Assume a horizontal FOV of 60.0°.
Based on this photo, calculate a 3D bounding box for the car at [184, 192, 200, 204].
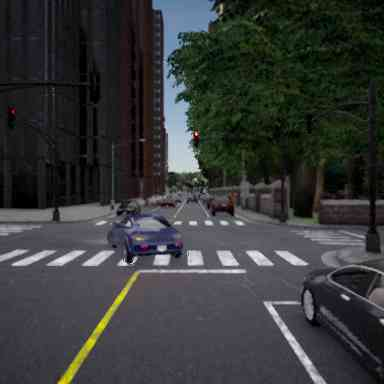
[{"bbox_3d":[0.048,1.180,61.193,2.097,1.767,4.553,0,0,0],"label":"car"}]

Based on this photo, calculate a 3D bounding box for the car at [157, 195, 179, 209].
[{"bbox_3d":[-3.097,1.471,43.529,1.895,1.301,4.718,0,0,0],"label":"car"}]

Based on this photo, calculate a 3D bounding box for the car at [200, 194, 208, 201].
[{"bbox_3d":[2.754,1.309,80.201,1.752,1.417,4.829,0,0,0],"label":"car"}]

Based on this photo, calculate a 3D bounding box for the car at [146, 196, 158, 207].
[{"bbox_3d":[-5.767,1.412,47.283,2.008,1.369,4.403,0,0,0],"label":"car"}]

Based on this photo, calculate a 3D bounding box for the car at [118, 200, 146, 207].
[{"bbox_3d":[-5.766,1.467,30.913,1.947,1.339,4.313,0,0,0],"label":"car"}]

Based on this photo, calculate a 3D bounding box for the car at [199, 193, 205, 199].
[{"bbox_3d":[2.757,1.275,58.205,1.967,1.590,4.097,0,0,0],"label":"car"}]

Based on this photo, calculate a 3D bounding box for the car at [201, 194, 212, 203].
[{"bbox_3d":[2.756,1.262,63.661,1.967,1.590,4.097,0,0,0],"label":"car"}]

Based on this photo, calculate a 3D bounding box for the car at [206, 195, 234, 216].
[{"bbox_3d":[2.760,1.216,30.922,2.192,1.841,5.009,0,0,0],"label":"car"}]

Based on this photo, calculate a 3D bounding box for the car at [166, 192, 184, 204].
[{"bbox_3d":[-3.048,1.183,59.874,2.097,1.767,4.553,0,0,1],"label":"car"}]

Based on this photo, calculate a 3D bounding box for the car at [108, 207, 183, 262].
[{"bbox_3d":[-1.778,1.498,12.011,1.812,1.442,4.674,0,0,-23],"label":"car"}]

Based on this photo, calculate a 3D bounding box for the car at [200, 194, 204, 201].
[{"bbox_3d":[2.757,1.399,52.749,2.008,1.369,4.403,0,0,0],"label":"car"}]

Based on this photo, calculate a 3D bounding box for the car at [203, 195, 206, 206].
[{"bbox_3d":[2.758,1.440,41.835,1.947,1.339,4.313,0,0,0],"label":"car"}]

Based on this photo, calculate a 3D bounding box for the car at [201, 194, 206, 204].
[{"bbox_3d":[2.758,1.412,47.292,2.008,1.369,4.403,0,0,0],"label":"car"}]

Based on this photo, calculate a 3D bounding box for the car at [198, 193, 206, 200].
[{"bbox_3d":[2.753,1.078,90.944,2.192,1.841,5.009,0,0,0],"label":"car"}]

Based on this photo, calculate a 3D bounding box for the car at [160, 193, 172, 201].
[{"bbox_3d":[-5.770,1.111,74.568,2.192,1.841,5.009,0,0,0],"label":"car"}]

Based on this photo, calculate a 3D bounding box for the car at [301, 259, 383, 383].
[{"bbox_3d":[2.763,1.535,4.258,2.008,1.369,4.403,0,0,0],"label":"car"}]

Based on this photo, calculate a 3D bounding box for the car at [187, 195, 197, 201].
[{"bbox_3d":[-0.007,1.278,71.457,1.994,1.385,4.181,0,0,0],"label":"car"}]
